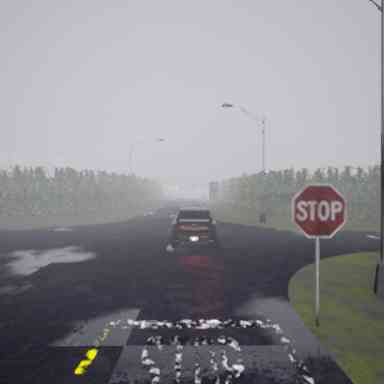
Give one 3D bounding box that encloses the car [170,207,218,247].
[{"bbox_3d":[0.090,1.412,14.449,1.837,1.490,4.892,0,0,0],"label":"car"}]
